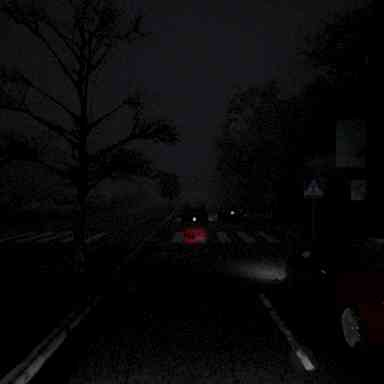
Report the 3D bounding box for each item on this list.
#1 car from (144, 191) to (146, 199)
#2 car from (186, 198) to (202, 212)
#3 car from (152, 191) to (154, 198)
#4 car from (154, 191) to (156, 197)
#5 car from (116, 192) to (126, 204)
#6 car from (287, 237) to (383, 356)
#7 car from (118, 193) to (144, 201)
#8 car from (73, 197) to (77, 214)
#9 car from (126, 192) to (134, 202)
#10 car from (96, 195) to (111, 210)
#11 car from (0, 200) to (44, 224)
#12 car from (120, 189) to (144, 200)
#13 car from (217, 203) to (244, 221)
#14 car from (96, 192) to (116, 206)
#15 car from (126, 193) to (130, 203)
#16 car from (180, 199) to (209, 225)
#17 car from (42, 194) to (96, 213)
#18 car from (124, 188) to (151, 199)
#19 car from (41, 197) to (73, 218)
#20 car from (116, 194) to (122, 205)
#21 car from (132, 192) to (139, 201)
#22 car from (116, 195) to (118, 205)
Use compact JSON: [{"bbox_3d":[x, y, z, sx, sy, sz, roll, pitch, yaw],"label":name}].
[{"bbox_3d":[-13.440,1.158,72.381,5.366,1.575,1.946,-1,1,-20],"label":"car"},{"bbox_3d":[0.212,1.555,40.882,1.812,1.442,4.674,0,0,0],"label":"car"},{"bbox_3d":[-13.588,0.855,90.309,4.553,1.767,2.185,-1,0,-20],"label":"car"},{"bbox_3d":[-13.551,0.959,93.320,4.892,1.521,2.231,-1,0,-20],"label":"car"},{"bbox_3d":[-13.707,1.284,54.299,4.553,1.767,2.185,-1,0,-20],"label":"car"},{"bbox_3d":[3.117,1.536,5.934,1.812,1.442,4.674,0,0,0],"label":"car"},{"bbox_3d":[-13.778,1.129,75.248,5.366,1.575,1.946,-1,1,-20],"label":"car"},{"bbox_3d":[-13.750,1.584,33.286,4.674,1.452,2.002,-1,0,-20],"label":"car"},{"bbox_3d":[-13.648,1.331,60.311,5.008,1.535,2.097,-1,1,-20],"label":"car"},{"bbox_3d":[-13.543,1.511,42.359,5.366,1.575,1.946,-1,0,-20],"label":"car"},{"bbox_3d":[-13.750,1.567,24.290,4.792,1.488,2.163,-1,0,-20],"label":"car"},{"bbox_3d":[-13.604,0.953,69.327,5.566,2.045,2.435,-1,1,-20],"label":"car"},{"bbox_3d":[3.177,1.614,28.076,1.994,1.385,4.181,0,0,0],"label":"car"},{"bbox_3d":[-13.734,1.246,45.286,5.566,2.045,2.435,-1,1,-20],"label":"car"},{"bbox_3d":[-13.667,1.412,57.311,4.674,1.452,2.002,-1,0,-20],"label":"car"},{"bbox_3d":[0.167,1.551,24.446,1.837,1.490,4.892,0,0,0],"label":"car"},{"bbox_3d":[-13.713,1.291,36.305,5.566,2.045,2.435,-1,0,-20],"label":"car"},{"bbox_3d":[-13.612,0.810,81.296,5.566,2.045,2.435,-1,1,-20],"label":"car"},{"bbox_3d":[-13.928,1.544,30.214,5.366,1.575,1.946,-1,0,-20],"label":"car"},{"bbox_3d":[-13.688,1.487,51.312,4.674,1.452,2.002,-1,0,-20],"label":"car"},{"bbox_3d":[-13.608,1.274,66.327,4.792,1.488,2.163,-1,1,-20],"label":"car"},{"bbox_3d":[-13.721,1.502,48.287,4.792,1.488,2.163,-1,1,-20],"label":"car"}]
